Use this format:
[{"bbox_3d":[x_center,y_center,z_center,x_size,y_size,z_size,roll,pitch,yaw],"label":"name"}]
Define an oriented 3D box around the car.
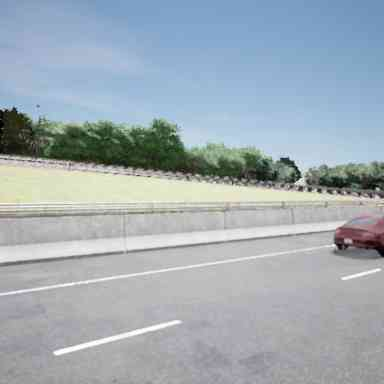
[{"bbox_3d":[7.663,1.663,13.603,4.674,1.442,1.812,0,0,-35],"label":"car"}]
